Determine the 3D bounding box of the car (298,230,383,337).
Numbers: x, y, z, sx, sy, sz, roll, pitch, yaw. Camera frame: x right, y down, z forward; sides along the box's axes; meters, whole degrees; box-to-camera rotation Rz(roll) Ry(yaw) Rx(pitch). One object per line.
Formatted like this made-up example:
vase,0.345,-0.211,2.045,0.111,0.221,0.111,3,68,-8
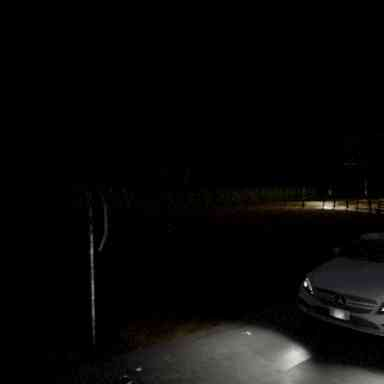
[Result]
car,3.916,1.508,6.377,4.674,1.442,1.812,0,0,-41
